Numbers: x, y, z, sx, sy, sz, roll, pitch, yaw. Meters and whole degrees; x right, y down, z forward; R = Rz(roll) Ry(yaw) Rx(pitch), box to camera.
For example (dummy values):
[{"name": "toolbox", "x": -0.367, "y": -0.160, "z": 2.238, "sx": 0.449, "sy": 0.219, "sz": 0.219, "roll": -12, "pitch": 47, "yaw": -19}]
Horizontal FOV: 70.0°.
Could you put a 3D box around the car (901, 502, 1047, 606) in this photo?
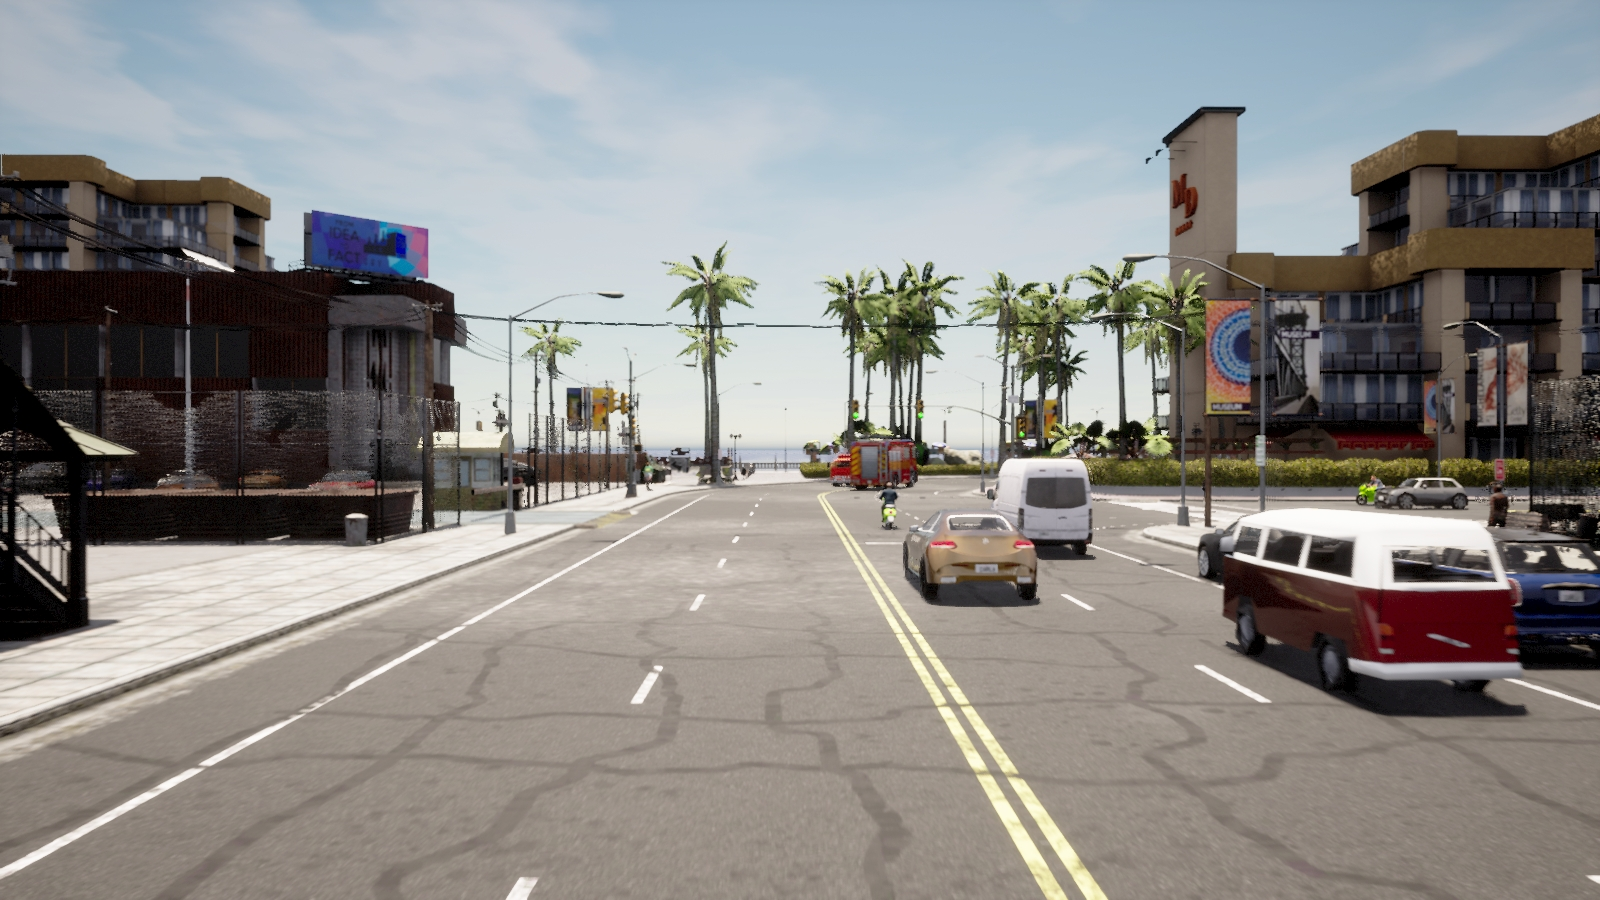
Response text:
[{"name": "car", "x": 3.352, "y": 1.992, "z": 23.098, "sx": 2.152, "sy": 1.651, "sz": 5.027, "roll": 0, "pitch": 0, "yaw": 0}]

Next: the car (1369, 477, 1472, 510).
[{"name": "car", "x": 29.362, "y": 2.064, "z": 54.111, "sx": 3.806, "sy": 1.475, "sz": 1.970, "roll": 0, "pitch": 0, "yaw": -1}]

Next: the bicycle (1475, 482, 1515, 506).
[{"name": "bicycle", "x": 35.093, "y": 2.210, "z": 57.721, "sx": 1.835, "sy": 1.171, "sz": 0.329, "roll": 0, "pitch": 0, "yaw": -1}]

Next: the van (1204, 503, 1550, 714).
[{"name": "van", "x": 6.920, "y": 1.782, "z": 14.373, "sx": 2.069, "sy": 2.038, "sz": 4.480, "roll": 0, "pitch": 0, "yaw": 0}]

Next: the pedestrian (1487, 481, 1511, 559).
[{"name": "pedestrian", "x": 16.951, "y": 1.696, "z": 27.709, "sx": 0.375, "sy": 1.860, "sz": 0.375, "roll": 0, "pitch": 0, "yaw": 3}]

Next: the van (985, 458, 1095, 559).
[{"name": "van", "x": 6.683, "y": 1.535, "z": 32.448, "sx": 1.988, "sy": 2.561, "sz": 5.915, "roll": 0, "pitch": 0, "yaw": 1}]

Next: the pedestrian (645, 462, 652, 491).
[{"name": "pedestrian", "x": -9.798, "y": 1.696, "z": 74.057, "sx": 0.375, "sy": 1.860, "sz": 0.375, "roll": 0, "pitch": 0, "yaw": 6}]

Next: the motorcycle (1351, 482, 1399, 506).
[{"name": "motorcycle", "x": 29.009, "y": 2.213, "z": 57.625, "sx": 2.033, "sy": 1.145, "sz": 0.803, "roll": 0, "pitch": 0, "yaw": -1}]
